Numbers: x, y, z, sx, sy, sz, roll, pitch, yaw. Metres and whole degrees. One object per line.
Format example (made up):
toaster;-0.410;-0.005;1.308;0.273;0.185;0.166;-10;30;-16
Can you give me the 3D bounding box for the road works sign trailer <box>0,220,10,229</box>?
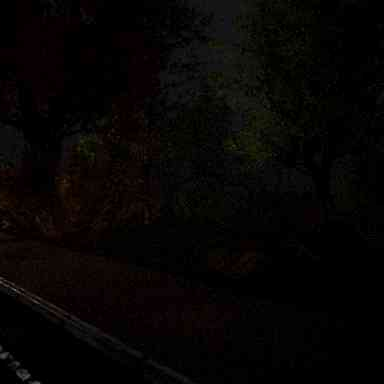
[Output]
road works sign trailer;-6.453;1.077;6.977;2.380;2.880;3.560;43;-7;-3
